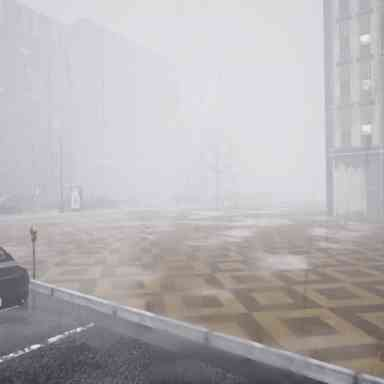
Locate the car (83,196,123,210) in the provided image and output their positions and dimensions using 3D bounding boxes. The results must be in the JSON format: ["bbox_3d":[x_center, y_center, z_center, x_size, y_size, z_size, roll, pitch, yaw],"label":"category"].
[{"bbox_3d":[-10.214,1.186,37.254,1.967,1.590,4.097,-1,0,36],"label":"car"}]

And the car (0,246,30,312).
[{"bbox_3d":[-4.926,1.553,6.558,4.403,1.369,2.008,0,-1,35],"label":"car"}]

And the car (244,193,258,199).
[{"bbox_3d":[15.406,1.040,86.947,1.947,1.339,4.313,-1,0,36],"label":"car"}]

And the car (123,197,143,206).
[{"bbox_3d":[-9.383,1.362,48.278,1.895,1.301,4.718,-1,0,36],"label":"car"}]

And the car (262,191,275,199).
[{"bbox_3d":[15.710,0.740,73.077,2.192,1.841,5.009,-1,0,36],"label":"car"}]

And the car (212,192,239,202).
[{"bbox_3d":[5.990,1.093,59.644,2.008,1.369,4.403,-1,0,36],"label":"car"}]

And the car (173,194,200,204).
[{"bbox_3d":[-0.492,1.062,50.688,1.967,1.590,4.097,-1,0,36],"label":"car"}]

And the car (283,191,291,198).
[{"bbox_3d":[22.194,0.932,82.033,1.802,1.307,4.206,-1,0,36],"label":"car"}]

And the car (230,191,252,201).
[{"bbox_3d":[9.231,1.048,64.121,1.887,1.381,4.507,-1,0,36],"label":"car"}]

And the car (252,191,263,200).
[{"bbox_3d":[12.472,1.046,68.599,1.802,1.307,4.206,-1,0,36],"label":"car"}]

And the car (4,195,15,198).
[{"bbox_3d":[-20.654,1.385,32.699,1.882,1.535,5.008,-1,0,37],"label":"car"}]

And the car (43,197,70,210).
[{"bbox_3d":[-15.090,1.360,40.395,1.812,1.442,4.674,-1,0,36],"label":"car"}]

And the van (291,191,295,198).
[{"bbox_3d":[25.432,0.654,86.511,1.690,1.788,3.998,-1,0,36],"label":"van"}]

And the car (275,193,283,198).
[{"bbox_3d":[18.953,0.938,77.555,2.008,1.369,4.403,-1,0,36],"label":"car"}]

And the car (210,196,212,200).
[{"bbox_3d":[5.683,1.029,73.513,1.967,1.590,4.097,-1,0,36],"label":"car"}]

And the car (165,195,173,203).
[{"bbox_3d":[-2.626,1.166,57.514,2.128,1.511,4.902,-1,0,37],"label":"car"}]

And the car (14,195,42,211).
[{"bbox_3d":[-20.243,1.228,37.690,2.192,1.841,5.009,-1,0,36],"label":"car"}]

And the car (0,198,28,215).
[{"bbox_3d":[-16.694,1.413,28.298,1.802,1.307,4.206,-1,0,36],"label":"car"}]
